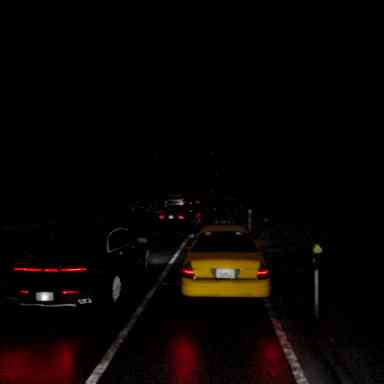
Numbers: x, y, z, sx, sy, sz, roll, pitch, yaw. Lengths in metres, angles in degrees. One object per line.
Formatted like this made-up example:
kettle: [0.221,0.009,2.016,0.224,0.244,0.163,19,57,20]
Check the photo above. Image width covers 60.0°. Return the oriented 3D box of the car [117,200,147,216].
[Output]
car: [-6.193,1.605,33.515,1.967,1.590,4.097,-1,0,4]

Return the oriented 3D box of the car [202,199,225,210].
car: [2.309,1.654,32.850,1.947,1.339,4.313,-1,0,4]

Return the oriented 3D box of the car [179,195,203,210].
car: [0.085,1.353,39.731,2.150,2.045,5.566,-1,0,4]

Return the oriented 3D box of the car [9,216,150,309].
car: [-2.294,1.548,8.026,1.837,1.490,4.892,-1,-1,4]

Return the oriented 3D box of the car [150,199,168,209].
car: [-4.902,1.758,49.980,1.887,1.381,4.507,-1,0,4]

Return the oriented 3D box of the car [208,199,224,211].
car: [3.167,1.665,43.826,1.887,1.381,4.507,-1,0,4]

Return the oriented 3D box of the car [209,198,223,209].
car: [3.597,1.681,49.315,1.887,1.381,4.507,-1,0,4]

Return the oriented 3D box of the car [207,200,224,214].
car: [2.738,1.649,38.338,1.887,1.381,4.507,-1,0,4]

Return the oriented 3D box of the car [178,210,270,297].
car: [0.813,1.477,8.650,1.801,1.575,5.366,-1,0,4]

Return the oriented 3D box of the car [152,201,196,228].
car: [-1.108,1.631,23.185,2.033,1.411,5.357,-1,0,4]

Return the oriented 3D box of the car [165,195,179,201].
car: [-2.412,1.405,46.404,2.150,2.045,5.566,-1,-1,5]

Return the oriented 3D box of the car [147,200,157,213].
car: [-5.761,1.746,39.003,1.947,1.339,4.313,-1,0,4]

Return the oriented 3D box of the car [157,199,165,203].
car: [-5.331,1.748,44.491,2.008,1.369,4.403,-1,0,4]
